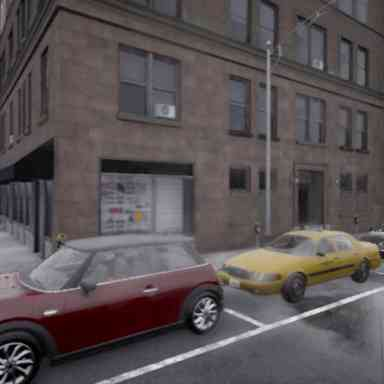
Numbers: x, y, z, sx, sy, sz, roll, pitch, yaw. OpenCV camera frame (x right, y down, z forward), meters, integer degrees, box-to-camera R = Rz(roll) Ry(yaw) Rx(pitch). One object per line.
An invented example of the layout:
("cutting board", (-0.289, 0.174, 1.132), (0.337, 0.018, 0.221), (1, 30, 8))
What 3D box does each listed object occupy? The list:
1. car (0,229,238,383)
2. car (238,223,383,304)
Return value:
("car", (-1.517, 1.445, 5.106), (4.097, 1.590, 1.967), (0, 0, -36))
("car", (2.835, 1.549, 8.213), (4.829, 1.417, 1.752), (0, 0, -36))
